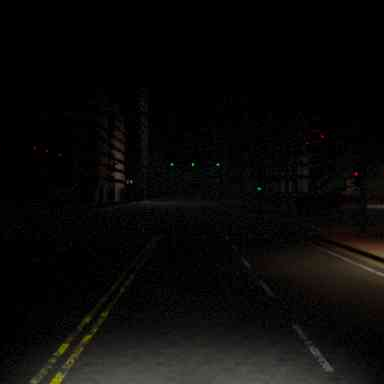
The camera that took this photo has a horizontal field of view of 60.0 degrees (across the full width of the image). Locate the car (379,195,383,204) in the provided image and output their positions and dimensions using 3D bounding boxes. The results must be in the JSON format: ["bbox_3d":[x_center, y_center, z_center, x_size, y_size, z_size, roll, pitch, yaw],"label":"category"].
[{"bbox_3d":[39.079,1.443,65.884,1.932,1.855,4.605,0,0,0],"label":"car"}]

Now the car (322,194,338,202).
[{"bbox_3d":[33.481,1.510,80.928,1.932,1.855,4.605,0,0,0],"label":"car"}]

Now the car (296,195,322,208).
[{"bbox_3d":[16.637,1.367,48.311,1.932,1.855,4.605,0,0,0],"label":"car"}]

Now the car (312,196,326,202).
[{"bbox_3d":[30.798,1.720,80.868,1.784,1.438,3.905,0,0,0],"label":"car"}]

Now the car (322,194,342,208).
[{"bbox_3d":[19.531,1.369,48.265,1.905,1.878,3.866,0,0,0],"label":"car"}]

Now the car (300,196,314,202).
[{"bbox_3d":[27.903,1.752,80.859,1.970,1.475,3.806,0,0,0],"label":"car"}]

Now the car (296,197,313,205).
[{"bbox_3d":[22.182,1.685,65.740,1.970,1.475,3.806,0,0,0],"label":"car"}]
